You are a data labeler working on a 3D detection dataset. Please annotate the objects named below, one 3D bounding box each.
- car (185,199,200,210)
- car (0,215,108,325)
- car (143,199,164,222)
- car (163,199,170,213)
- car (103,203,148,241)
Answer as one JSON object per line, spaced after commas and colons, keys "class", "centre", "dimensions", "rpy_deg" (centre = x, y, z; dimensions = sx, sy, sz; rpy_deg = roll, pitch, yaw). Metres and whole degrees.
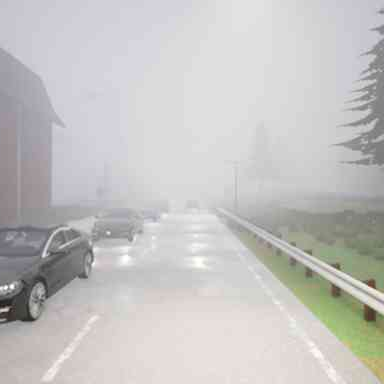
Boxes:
{"class": "car", "centre": [0.058, 1.616, 44.344], "dimensions": [2.033, 1.411, 5.357], "rpy_deg": [0, 0, 0]}
{"class": "car", "centre": [-3.604, 1.504, 7.313], "dimensions": [2.128, 1.511, 4.902], "rpy_deg": [0, 0, 0]}
{"class": "car", "centre": [-3.609, 1.566, 27.049], "dimensions": [1.812, 1.442, 4.674], "rpy_deg": [0, 0, 0]}
{"class": "car", "centre": [-3.574, 1.533, 37.537], "dimensions": [1.882, 1.535, 5.008], "rpy_deg": [0, 0, 0]}
{"class": "car", "centre": [-3.608, 1.531, 16.784], "dimensions": [1.837, 1.490, 4.892], "rpy_deg": [0, 0, 0]}
